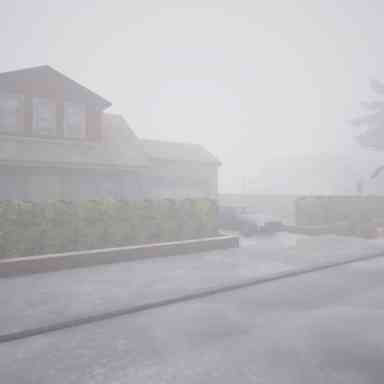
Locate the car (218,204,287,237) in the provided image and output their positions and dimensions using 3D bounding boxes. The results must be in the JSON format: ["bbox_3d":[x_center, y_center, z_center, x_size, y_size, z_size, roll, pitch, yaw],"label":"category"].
[{"bbox_3d":[2.261,1.356,17.010,2.033,1.415,5.357,0,0,-33],"label":"car"}]
